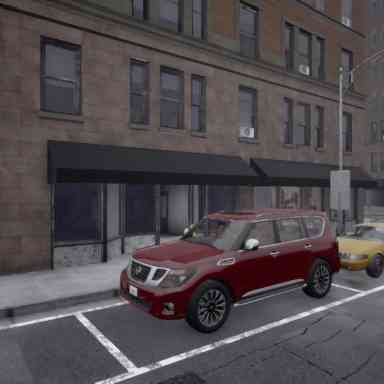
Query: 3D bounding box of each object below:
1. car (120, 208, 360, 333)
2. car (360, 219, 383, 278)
[{"bbox_3d":[1.077,1.315,6.963,5.009,1.841,2.192,0,0,-35],"label":"car"},{"bbox_3d":[5.564,1.525,10.157,4.829,1.417,1.752,0,0,-35],"label":"car"}]
